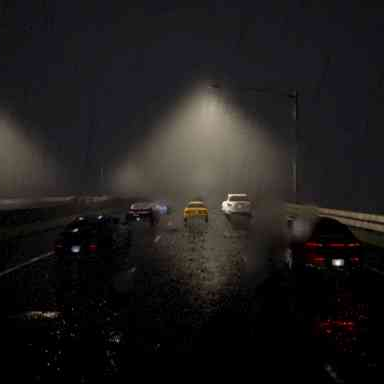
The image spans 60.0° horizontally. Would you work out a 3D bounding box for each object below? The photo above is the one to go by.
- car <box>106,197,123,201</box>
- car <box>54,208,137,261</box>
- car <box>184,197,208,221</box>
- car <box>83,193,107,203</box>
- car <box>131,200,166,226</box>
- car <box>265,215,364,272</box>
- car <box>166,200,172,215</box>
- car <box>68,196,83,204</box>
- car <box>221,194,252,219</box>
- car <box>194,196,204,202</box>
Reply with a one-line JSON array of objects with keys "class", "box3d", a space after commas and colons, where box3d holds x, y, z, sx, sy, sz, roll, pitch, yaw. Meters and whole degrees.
[{"class": "car", "box3d": [-12.968, 1.572, 58.111, 1.812, 1.442, 4.674, 0, 0, 2]}, {"class": "car", "box3d": [-3.445, 1.521, 12.212, 1.812, 1.442, 4.674, 0, 0, 0]}, {"class": "car", "box3d": [0.327, 1.454, 26.793, 1.801, 1.575, 5.366, 0, 0, 0]}, {"class": "car", "box3d": [-16.475, 1.215, 58.021, 2.150, 2.045, 5.566, 0, 0, 2]}, {"class": "car", "box3d": [-3.321, 1.488, 23.179, 2.128, 1.511, 4.902, 0, 0, 1]}, {"class": "car", "box3d": [3.653, 1.501, 10.700, 1.837, 1.490, 4.892, 0, 0, 0]}, {"class": "car", "box3d": [-3.127, 1.547, 34.146, 2.033, 1.411, 5.357, 0, 0, 1]}, {"class": "car", "box3d": [-19.969, 1.503, 58.233, 2.128, 1.511, 4.902, 0, 0, 2]}, {"class": "car", "box3d": [3.893, 1.222, 29.586, 2.150, 2.045, 5.566, 0, 0, 1]}, {"class": "car", "box3d": [1.617, 1.582, 75.186, 2.033, 1.411, 5.357, 0, 0, 2]}]
